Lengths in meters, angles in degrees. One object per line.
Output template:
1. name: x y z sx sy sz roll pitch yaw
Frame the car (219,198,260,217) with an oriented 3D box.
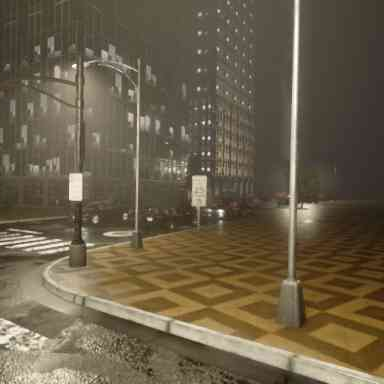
1. car: 4.380 1.495 30.050 1.802 1.307 4.206 2 1 30

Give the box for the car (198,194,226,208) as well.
1. car: 2.724 1.116 43.887 1.967 1.590 4.097 2 1 30

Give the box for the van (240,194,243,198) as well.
1. van: 5.564 0.984 48.776 1.690 1.788 3.998 2 1 30

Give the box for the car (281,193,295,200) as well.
1. car: 22.588 0.996 78.127 2.008 1.369 4.403 2 1 30

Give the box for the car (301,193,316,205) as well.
1. car: 18.646 1.272 54.636 1.752 1.417 4.829 2 1 30

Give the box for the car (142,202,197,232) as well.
1. car: -1.292 1.545 20.275 1.947 1.339 4.313 2 1 30

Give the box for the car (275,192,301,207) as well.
1. car: 12.890 1.254 44.711 1.967 1.590 4.097 2 1 30

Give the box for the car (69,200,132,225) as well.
1. car: -6.276 1.364 23.231 1.837 1.490 4.892 1 1 30

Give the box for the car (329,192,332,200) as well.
1. car: 29.908 0.932 74.036 2.192 1.841 5.009 2 1 30

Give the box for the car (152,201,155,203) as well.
1. car: -2.954 1.308 34.106 1.947 1.339 4.313 2 1 30

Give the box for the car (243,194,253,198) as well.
1. car: 8.401 1.050 53.669 1.967 1.590 4.097 2 1 30

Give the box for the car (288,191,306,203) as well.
1. car: 19.358 0.882 60.987 2.150 2.045 5.566 1 1 28

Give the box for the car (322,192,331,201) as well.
1. car: 27.067 1.231 69.153 1.802 1.307 4.206 2 1 30

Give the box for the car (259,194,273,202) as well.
1. car: 14.074 1.089 63.453 1.887 1.381 4.507 2 1 30

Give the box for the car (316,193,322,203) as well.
1. car: 21.398 1.155 59.374 1.967 1.590 4.097 2 1 30

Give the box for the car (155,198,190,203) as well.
1. car: -1.290 1.365 31.834 1.994 1.385 4.181 1 1 30

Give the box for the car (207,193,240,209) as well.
1. car: 3.802 1.268 40.589 1.812 1.442 4.674 1 1 31
